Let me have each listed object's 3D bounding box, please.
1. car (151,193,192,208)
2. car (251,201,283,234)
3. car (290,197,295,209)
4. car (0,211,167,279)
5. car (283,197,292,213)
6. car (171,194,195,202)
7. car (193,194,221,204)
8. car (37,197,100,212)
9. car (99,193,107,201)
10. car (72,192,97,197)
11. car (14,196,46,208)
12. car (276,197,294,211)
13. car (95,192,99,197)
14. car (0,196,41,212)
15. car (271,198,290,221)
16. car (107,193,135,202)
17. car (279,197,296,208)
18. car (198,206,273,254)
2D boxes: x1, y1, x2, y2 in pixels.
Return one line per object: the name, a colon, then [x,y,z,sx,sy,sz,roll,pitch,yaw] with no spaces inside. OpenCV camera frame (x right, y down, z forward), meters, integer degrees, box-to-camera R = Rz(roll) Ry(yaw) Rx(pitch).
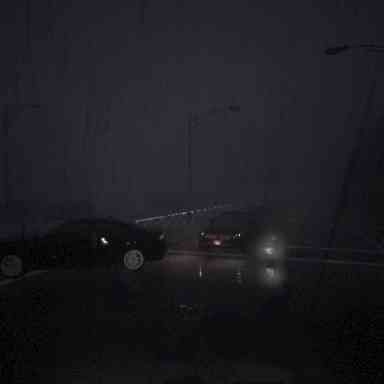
car: [-2.836,1.075,41.738,4.605,1.855,1.932,0,0,19]
car: [4.024,1.490,19.248,1.837,1.490,4.892,0,0,19]
car: [9.902,1.545,36.480,1.994,1.385,4.181,0,0,19]
car: [-3.255,1.475,9.836,5.008,1.535,1.882,0,0,-15]
car: [7.845,1.488,30.447,1.837,1.490,4.892,0,0,19]
car: [-1.894,1.259,68.651,4.514,1.523,2.007,0,0,19]
car: [1.835,1.127,56.732,5.027,1.636,2.152,0,0,19]
car: [-8.957,1.356,24.191,3.633,1.501,1.845,0,0,19]
car: [-19.997,1.016,70.956,3.866,1.878,1.905,0,0,19]
car: [-18.298,1.250,53.746,4.514,1.523,2.007,0,0,19]
car: [-21.560,1.274,44.300,3.633,1.501,1.845,0,0,19]
car: [11.790,1.485,42.030,1.837,1.490,4.892,0,0,19]
car: [-21.647,1.300,68.006,3.806,1.475,1.970,0,0,19]
car: [-15.021,1.356,29.404,3.806,1.475,1.970,0,0,19]
car: [5.951,1.476,24.889,2.128,1.511,4.902,0,0,19]
car: [-13.608,1.047,65.308,4.605,1.855,1.932,0,0,19]
car: [13.687,1.470,47.601,2.128,1.511,4.902,0,0,19]
car: [1.862,1.514,13.846,1.812,1.442,4.674,0,0,25]
